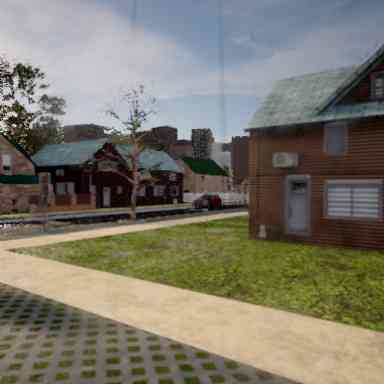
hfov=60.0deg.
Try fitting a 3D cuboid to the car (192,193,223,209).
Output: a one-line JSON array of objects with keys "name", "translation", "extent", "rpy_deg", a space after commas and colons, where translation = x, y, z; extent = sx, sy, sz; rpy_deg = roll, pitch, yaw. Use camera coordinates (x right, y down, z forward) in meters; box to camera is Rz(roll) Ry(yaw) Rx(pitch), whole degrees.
[{"name": "car", "translation": [1.904, 1.062, 40.708], "extent": [2.097, 1.767, 4.553], "rpy_deg": [1, 1, 34]}]
